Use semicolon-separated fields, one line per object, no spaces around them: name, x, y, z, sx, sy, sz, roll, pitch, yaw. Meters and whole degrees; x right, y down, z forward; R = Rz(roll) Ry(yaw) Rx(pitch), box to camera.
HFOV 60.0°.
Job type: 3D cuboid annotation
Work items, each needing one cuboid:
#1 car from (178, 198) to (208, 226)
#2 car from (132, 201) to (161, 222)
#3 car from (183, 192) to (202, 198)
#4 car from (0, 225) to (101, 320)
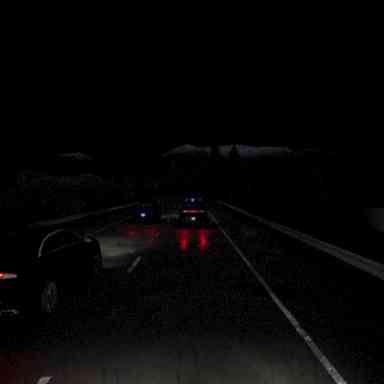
car;0.088;1.416;22.988;2.128;1.511;4.902;0;0;0
car;-3.414;1.441;25.497;1.812;1.442;4.674;0;0;0
car;0.071;1.080;41.481;2.150;2.045;5.566;0;0;0
car;-3.406;1.468;7.224;2.128;1.511;4.902;0;0;0
